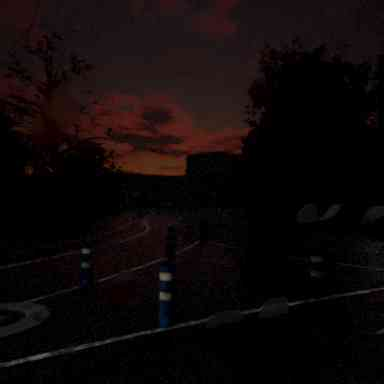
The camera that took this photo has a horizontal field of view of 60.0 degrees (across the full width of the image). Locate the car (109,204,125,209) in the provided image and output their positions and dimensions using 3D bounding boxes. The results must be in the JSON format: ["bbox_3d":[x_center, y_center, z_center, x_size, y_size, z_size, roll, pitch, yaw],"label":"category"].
[{"bbox_3d":[-19.826,4.140,90.271,2.002,1.452,4.674,1,-4,-40],"label":"car"}]

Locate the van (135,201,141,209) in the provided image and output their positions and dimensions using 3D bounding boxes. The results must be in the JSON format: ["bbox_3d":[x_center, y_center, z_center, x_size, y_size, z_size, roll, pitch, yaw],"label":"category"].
[{"bbox_3d":[-12.763,3.298,81.967,1.878,1.987,4.442,1,-4,-40],"label":"van"}]

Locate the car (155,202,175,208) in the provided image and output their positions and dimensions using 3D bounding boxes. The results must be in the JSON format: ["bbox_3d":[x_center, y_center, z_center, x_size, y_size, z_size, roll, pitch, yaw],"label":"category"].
[{"bbox_3d":[-5.557,2.978,73.516,2.002,1.452,4.674,3,-5,-40],"label":"car"}]

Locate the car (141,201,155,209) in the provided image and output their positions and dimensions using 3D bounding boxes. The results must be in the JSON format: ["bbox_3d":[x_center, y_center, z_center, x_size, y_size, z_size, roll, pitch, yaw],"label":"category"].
[{"bbox_3d":[-9.125,3.257,77.687,2.163,1.488,4.792,1,-4,-40],"label":"car"}]
